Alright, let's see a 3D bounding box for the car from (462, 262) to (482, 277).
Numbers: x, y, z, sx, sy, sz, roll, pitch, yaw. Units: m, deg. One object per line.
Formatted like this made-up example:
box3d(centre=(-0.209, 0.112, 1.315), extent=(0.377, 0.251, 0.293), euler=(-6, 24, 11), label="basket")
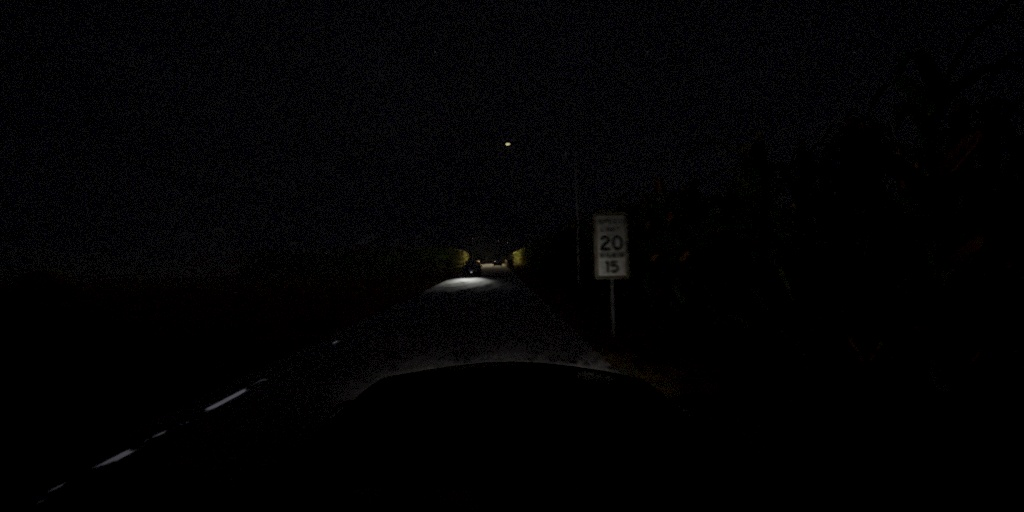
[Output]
box3d(centre=(-4.205, 1.390, 38.655), extent=(2.128, 1.511, 4.902), euler=(-1, 0, -2), label="car")
